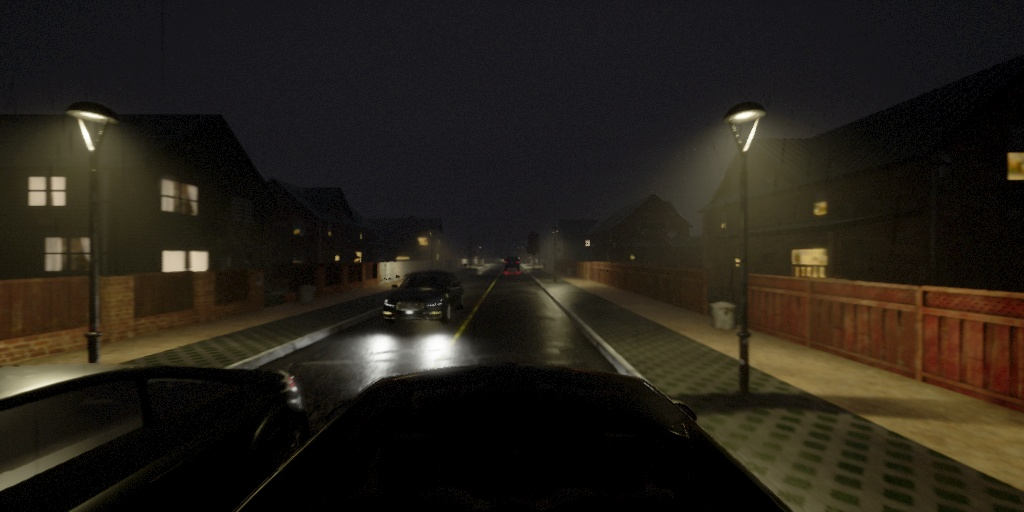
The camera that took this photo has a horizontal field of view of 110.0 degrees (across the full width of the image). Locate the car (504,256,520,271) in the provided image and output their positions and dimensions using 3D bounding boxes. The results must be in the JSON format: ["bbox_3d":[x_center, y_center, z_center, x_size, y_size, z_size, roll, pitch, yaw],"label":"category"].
[{"bbox_3d":[0.005,1.046,50.713,2.150,2.045,5.566,0,0,0],"label":"car"}]

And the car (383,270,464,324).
[{"bbox_3d":[-2.749,1.259,12.061,1.837,1.490,4.892,0,0,0],"label":"car"}]

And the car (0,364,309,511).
[{"bbox_3d":[-2.835,1.314,1.540,1.994,1.385,4.181,0,0,0],"label":"car"}]
